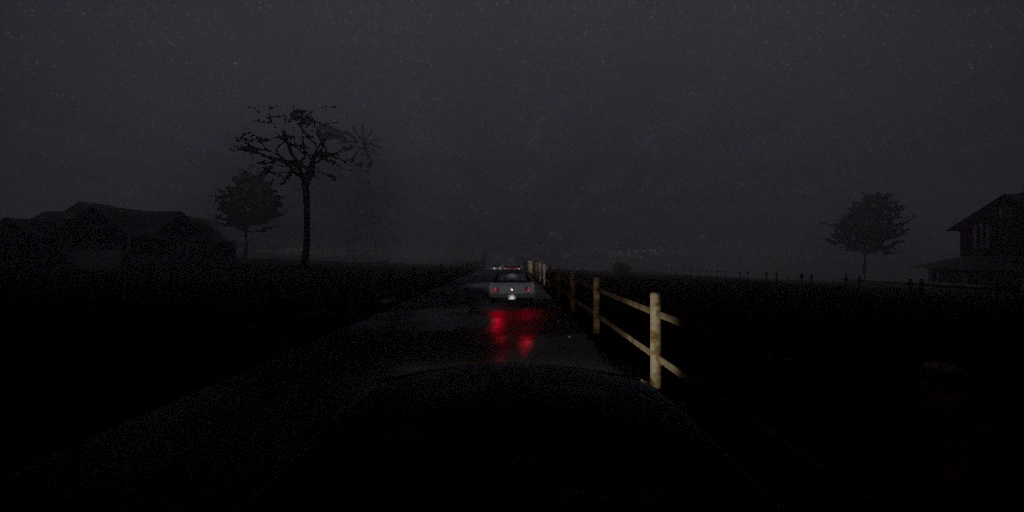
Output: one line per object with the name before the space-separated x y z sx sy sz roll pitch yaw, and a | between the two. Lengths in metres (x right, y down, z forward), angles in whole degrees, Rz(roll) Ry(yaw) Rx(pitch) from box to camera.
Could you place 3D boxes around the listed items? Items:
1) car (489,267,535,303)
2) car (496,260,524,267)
car | 0.000 1.365 16.530 1.895 1.301 4.718 0 0 0
car | 0.000 1.246 31.501 2.128 1.511 4.902 0 0 0
